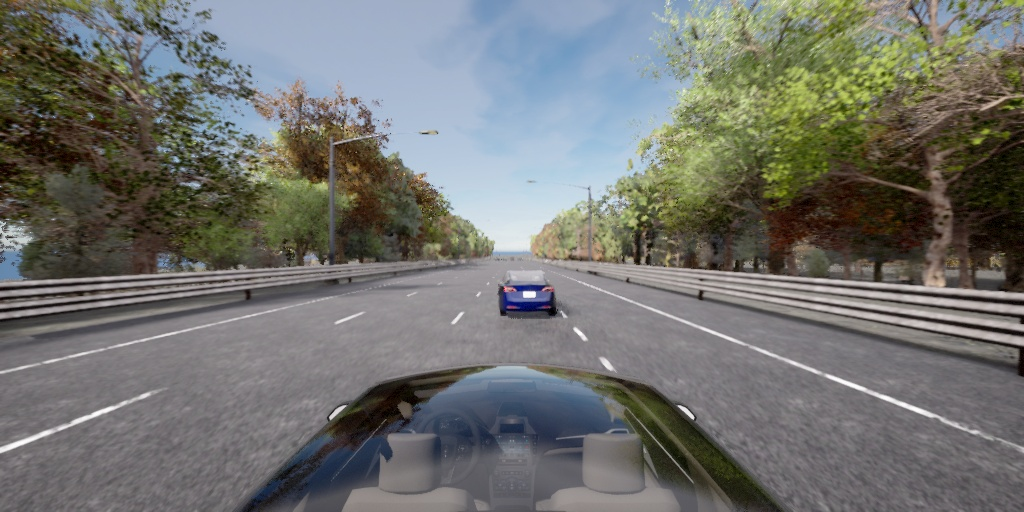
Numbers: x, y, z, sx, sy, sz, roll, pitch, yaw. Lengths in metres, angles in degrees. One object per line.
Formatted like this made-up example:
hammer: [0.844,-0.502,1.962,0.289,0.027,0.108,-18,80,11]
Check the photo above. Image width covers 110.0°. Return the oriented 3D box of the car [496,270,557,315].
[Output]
car: [0.457,1.269,13.617,2.163,1.488,4.792,0,0,-2]
